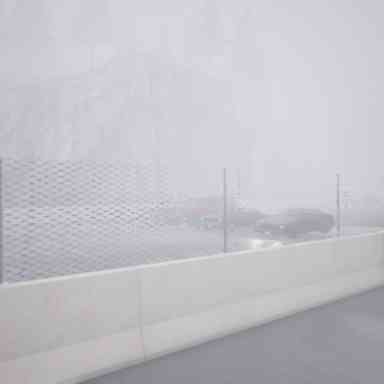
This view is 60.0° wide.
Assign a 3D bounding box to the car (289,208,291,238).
[{"bbox_3d":[5.585,1.520,17.487,5.357,1.411,2.033,0,0,-41],"label":"car"}]
